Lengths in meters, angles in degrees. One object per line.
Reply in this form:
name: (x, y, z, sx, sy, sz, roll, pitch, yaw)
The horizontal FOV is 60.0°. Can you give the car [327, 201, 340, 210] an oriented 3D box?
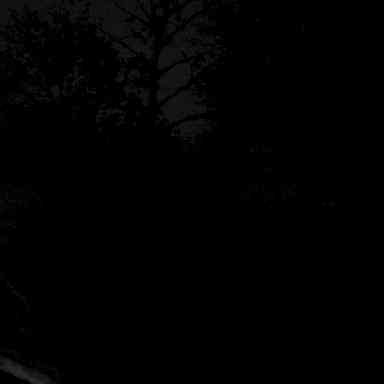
car: (15.789, 1.294, 38.391, 2.033, 1.411, 5.357, 0, 0, 31)
